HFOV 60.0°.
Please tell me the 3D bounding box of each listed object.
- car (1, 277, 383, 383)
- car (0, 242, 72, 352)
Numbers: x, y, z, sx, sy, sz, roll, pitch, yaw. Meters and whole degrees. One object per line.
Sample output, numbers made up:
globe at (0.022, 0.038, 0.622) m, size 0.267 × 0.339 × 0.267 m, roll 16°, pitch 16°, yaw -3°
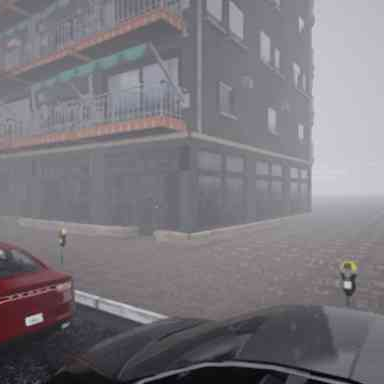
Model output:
car at (0.736, 1.562, 2.351) m, size 4.313 × 1.339 × 1.947 m, roll 0°, pitch 0°, yaw 35°
car at (-3.862, 1.509, 5.610) m, size 4.507 × 1.381 × 1.887 m, roll 0°, pitch 0°, yaw 35°
